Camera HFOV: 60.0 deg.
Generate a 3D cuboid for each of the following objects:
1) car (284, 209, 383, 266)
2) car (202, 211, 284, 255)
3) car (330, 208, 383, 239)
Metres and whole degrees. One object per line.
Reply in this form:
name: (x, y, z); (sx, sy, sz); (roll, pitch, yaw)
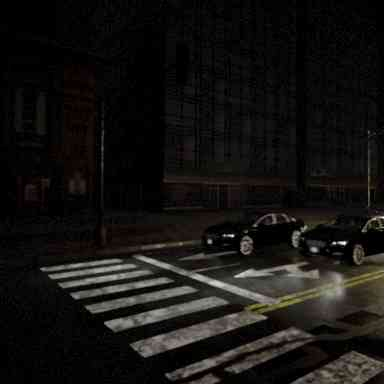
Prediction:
car: (5.811, 1.546, 11.812); (4.902, 1.511, 2.128); (0, 0, -35)
car: (2.647, 1.550, 13.551); (4.902, 1.511, 2.128); (0, 0, -35)
car: (9.891, 1.655, 18.710); (4.181, 1.385, 1.994); (0, 0, -35)
